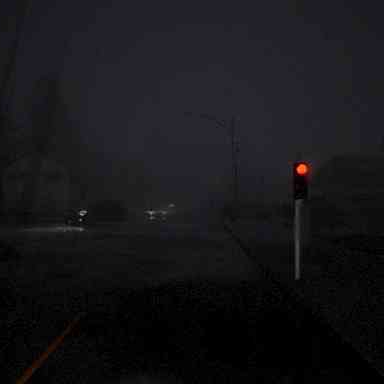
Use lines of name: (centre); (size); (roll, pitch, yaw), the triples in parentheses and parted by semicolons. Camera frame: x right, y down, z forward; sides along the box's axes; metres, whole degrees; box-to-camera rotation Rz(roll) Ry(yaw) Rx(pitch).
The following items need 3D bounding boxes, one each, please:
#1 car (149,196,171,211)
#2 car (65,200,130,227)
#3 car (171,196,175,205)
car: (-4.082, 1.469, 41.016); (1.882, 1.535, 5.008); (0, 0, 0)
car: (-6.500, 1.348, 23.155); (2.097, 1.767, 4.553); (-1, -1, 35)
car: (-4.054, 1.478, 58.690); (2.128, 1.511, 4.902); (0, 0, 0)
